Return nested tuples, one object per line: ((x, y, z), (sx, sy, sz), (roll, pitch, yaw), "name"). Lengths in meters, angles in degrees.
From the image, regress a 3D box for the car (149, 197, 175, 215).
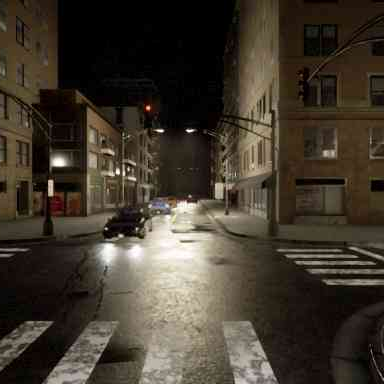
((-3.134, 1.334, 33.210), (2.097, 1.767, 4.553), (0, 0, 0), "car")

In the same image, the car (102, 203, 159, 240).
((-3.120, 1.543, 17.268), (2.033, 1.411, 5.357), (0, 0, 0), "car")

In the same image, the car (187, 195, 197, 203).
((0.017, 1.446, 69.630), (2.128, 1.511, 4.902), (0, 0, 0), "car")

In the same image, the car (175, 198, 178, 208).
((-3.130, 1.448, 48.564), (1.882, 1.535, 5.008), (0, 0, 0), "car")

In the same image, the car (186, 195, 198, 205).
((0.031, 1.454, 59.266), (2.128, 1.511, 4.902), (0, 0, 0), "car")
